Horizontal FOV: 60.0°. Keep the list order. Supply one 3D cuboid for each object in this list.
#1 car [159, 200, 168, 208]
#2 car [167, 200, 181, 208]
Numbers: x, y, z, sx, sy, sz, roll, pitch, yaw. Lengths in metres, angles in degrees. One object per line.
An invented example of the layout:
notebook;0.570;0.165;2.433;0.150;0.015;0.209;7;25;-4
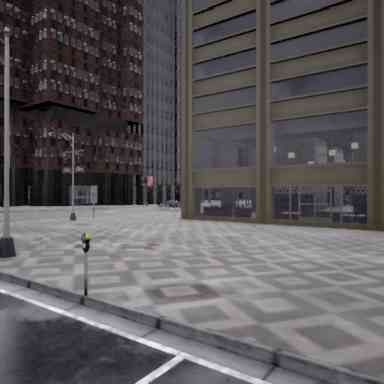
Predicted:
car;-4.214;2.255;62.898;2.128;1.511;4.902;0;-1;35
car;-1.558;2.341;61.025;2.033;1.411;5.357;0;-1;35
